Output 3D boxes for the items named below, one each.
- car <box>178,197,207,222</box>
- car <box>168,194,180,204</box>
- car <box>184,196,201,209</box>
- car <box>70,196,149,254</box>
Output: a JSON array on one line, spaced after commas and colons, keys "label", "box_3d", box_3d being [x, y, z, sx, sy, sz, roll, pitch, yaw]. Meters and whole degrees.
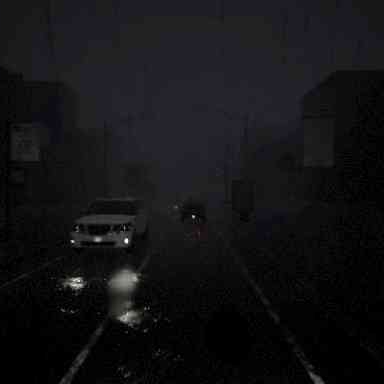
[{"label": "car", "box_3d": [0.102, 1.424, 25.418, 1.837, 1.490, 4.892, 0, 1, 0]}, {"label": "car", "box_3d": [-3.046, 1.169, 56.422, 2.128, 1.511, 4.902, 0, 0, 1]}, {"label": "car", "box_3d": [0.104, 1.331, 42.824, 2.033, 1.411, 5.357, 0, 0, 0]}, {"label": "car", "box_3d": [-3.099, 1.202, 13.694, 2.150, 2.045, 5.566, 0, 0, 0]}]
